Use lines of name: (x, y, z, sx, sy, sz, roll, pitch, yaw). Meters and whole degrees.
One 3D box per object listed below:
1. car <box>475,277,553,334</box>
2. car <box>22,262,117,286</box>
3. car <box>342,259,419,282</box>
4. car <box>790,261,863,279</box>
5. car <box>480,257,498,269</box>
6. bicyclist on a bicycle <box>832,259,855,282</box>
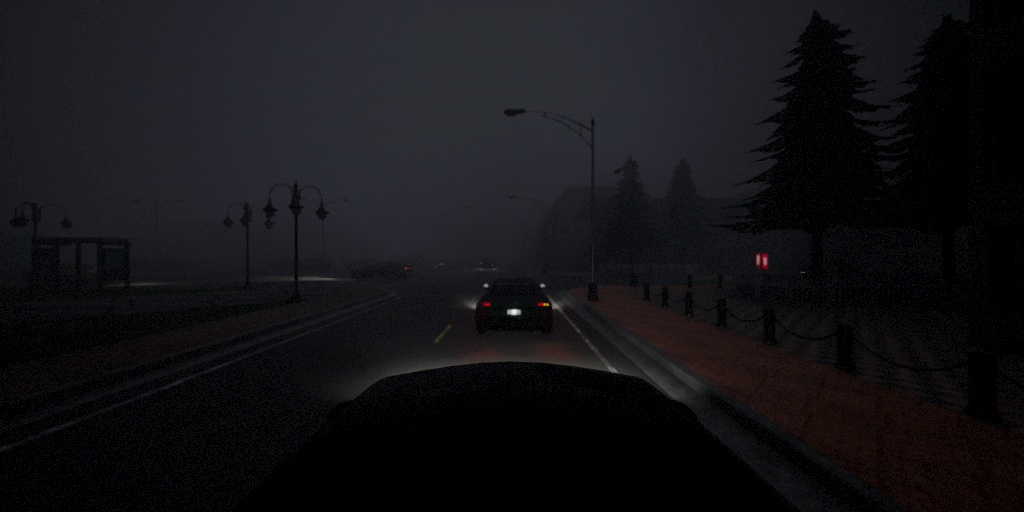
car: (0.066, 1.287, 10.496, 1.994, 1.385, 4.181, 0, 0, 1)
car: (-29.843, 1.174, 24.314, 5.008, 1.535, 1.882, 0, 0, 0)
car: (-10.224, 1.176, 28.118, 4.902, 1.511, 2.128, 0, 0, 7)
car: (24.937, 1.187, 28.538, 4.892, 1.490, 1.837, 0, 0, 0)
car: (-3.570, 0.945, 52.742, 2.097, 1.767, 4.553, 0, 0, 0)
bicyclist on a bicycle: (19.477, 1.006, 21.013, 0.582, 1.620, 1.656, 0, 0, -1)
